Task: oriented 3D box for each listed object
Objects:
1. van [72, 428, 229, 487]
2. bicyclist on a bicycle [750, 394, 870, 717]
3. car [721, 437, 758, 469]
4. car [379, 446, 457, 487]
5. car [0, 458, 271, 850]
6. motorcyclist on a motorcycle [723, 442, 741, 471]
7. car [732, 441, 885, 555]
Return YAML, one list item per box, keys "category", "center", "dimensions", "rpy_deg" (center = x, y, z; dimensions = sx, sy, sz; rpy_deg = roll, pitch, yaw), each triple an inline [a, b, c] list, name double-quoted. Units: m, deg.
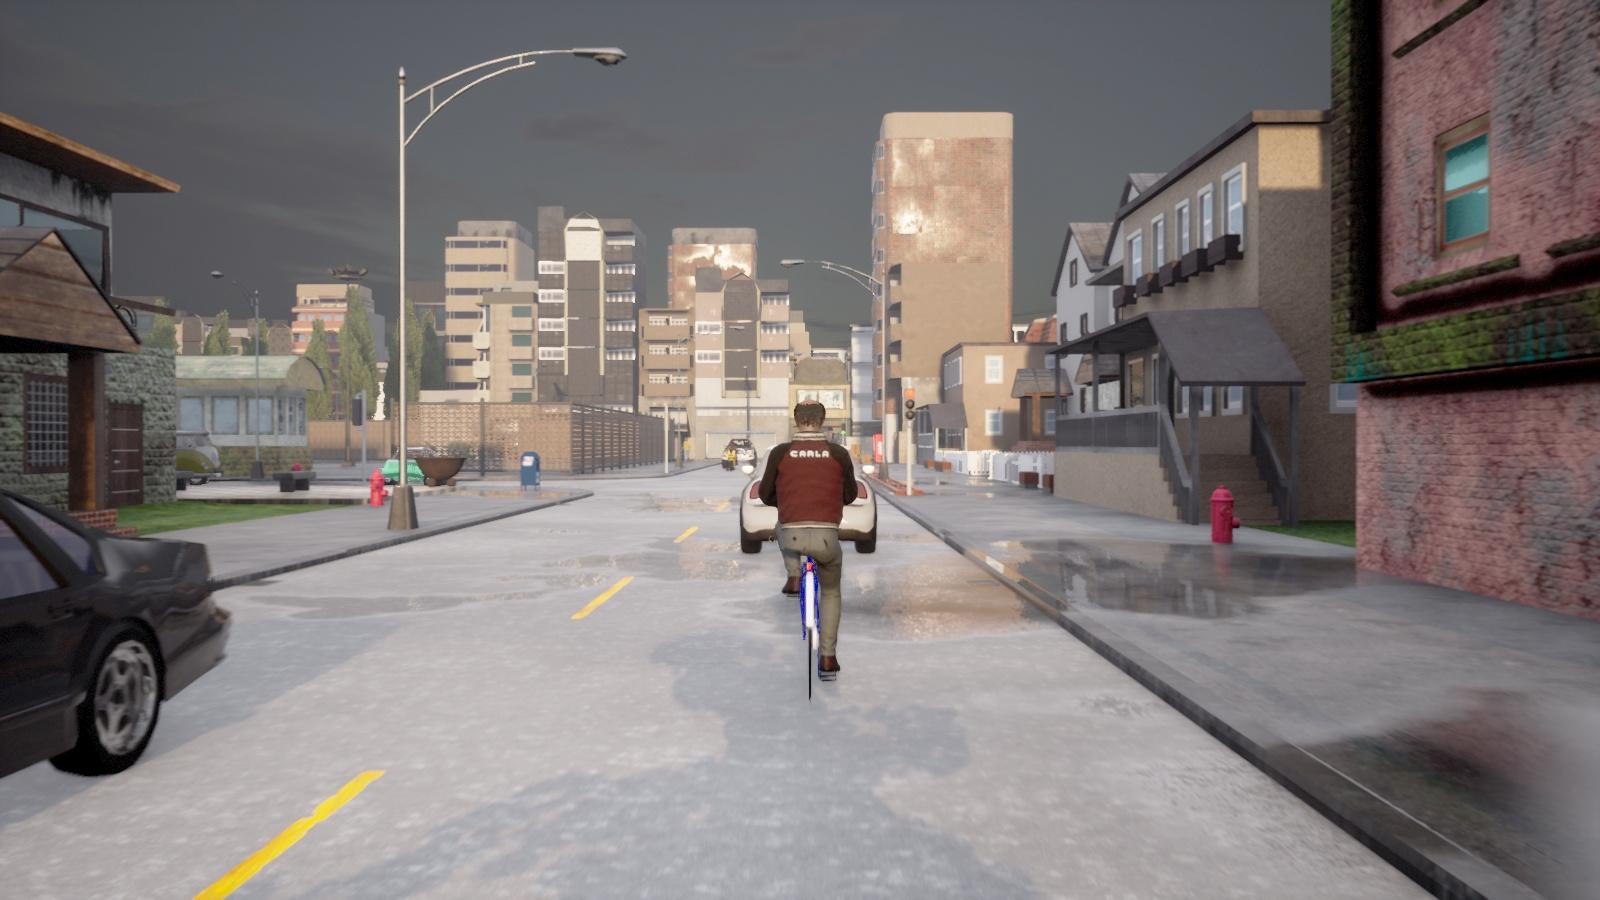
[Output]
- category: "van"
  center: [-22.195, 0.239, 43.020]
  dimensions: [4.442, 1.987, 1.775]
  rpy_deg: [0, 0, 0]
- category: "bicyclist on a bicycle"
  center: [0.059, 0.573, 7.834]
  dimensions: [0.659, 1.776, 1.843]
  rpy_deg: [0, 1, 0]
- category: "car"
  center: [-3.567, 0.141, 74.483]
  dimensions: [1.932, 1.855, 4.605]
  rpy_deg: [0, 0, 1]
- category: "car"
  center: [-13.055, 0.549, 42.966]
  dimensions: [2.207, 1.376, 1.481]
  rpy_deg: [0, 0, 0]
- category: "car"
  center: [-3.960, 0.767, 4.276]
  dimensions: [2.033, 1.411, 5.357]
  rpy_deg: [0, 0, 0]
- category: "motorcyclist on a motorcycle"
  center: [-3.595, 0.351, 66.428]
  dimensions: [0.797, 1.523, 2.044]
  rpy_deg: [0, 0, 2]
- category: "car"
  center: [0.116, 0.610, 18.169]
  dimensions: [1.970, 1.475, 3.806]
  rpy_deg: [0, 0, 0]
